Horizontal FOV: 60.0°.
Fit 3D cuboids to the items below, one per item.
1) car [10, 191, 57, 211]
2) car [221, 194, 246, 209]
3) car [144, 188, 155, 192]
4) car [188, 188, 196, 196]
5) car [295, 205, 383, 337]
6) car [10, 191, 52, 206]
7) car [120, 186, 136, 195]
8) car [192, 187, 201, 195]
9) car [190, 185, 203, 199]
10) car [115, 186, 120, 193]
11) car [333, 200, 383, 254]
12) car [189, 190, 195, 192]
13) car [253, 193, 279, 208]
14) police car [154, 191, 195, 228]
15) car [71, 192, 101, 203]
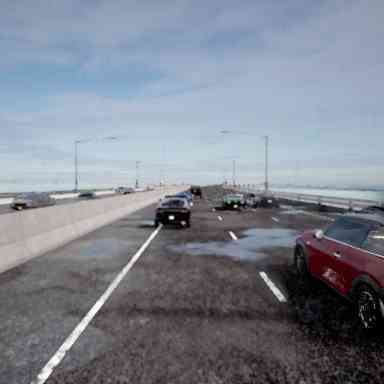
[{"bbox_3d":[-13.922,0.852,29.601,2.033,1.411,5.357,0,1,1],"label":"car"},{"bbox_3d":[3.795,0.873,30.967,1.895,1.301,4.718,0,1,1],"label":"car"},{"bbox_3d":[-9.449,-0.260,74.870,1.994,1.385,4.181,0,1,2],"label":"car"},{"bbox_3d":[-0.815,0.663,34.610,1.882,1.535,5.008,0,1,1],"label":"car"},{"bbox_3d":[3.617,1.197,6.522,2.097,1.767,4.553,0,1,0],"label":"car"},{"bbox_3d":[-17.331,0.642,36.134,2.128,1.511,4.902,0,1,1],"label":"car"},{"bbox_3d":[-13.077,-0.128,70.130,2.033,1.411,5.357,0,1,1],"label":"car"},{"bbox_3d":[0.918,-0.209,69.941,1.812,1.442,4.674,0,1,2],"label":"car"},{"bbox_3d":[0.534,-0.042,53.327,2.150,2.045,5.566,0,1,1],"label":"car"},{"bbox_3d":[-16.382,-0.618,77.320,2.097,1.767,4.553,0,1,2],"label":"car"},{"bbox_3d":[7.139,1.192,12.149,1.882,1.535,5.008,0,1,0],"label":"car"},{"bbox_3d":[-0.886,0.854,28.623,1.812,1.442,4.674,0,1,1],"label":"car"},{"bbox_3d":[7.325,0.782,33.200,1.994,1.385,4.181,0,1,1],"label":"car"},{"bbox_3d":[-0.977,0.986,18.748,1.930,1.638,5.238,0,1,0],"label":"police car"},{"bbox_3d":[-10.375,0.752,32.896,1.812,1.442,4.674,0,1,1],"label":"car"}]
